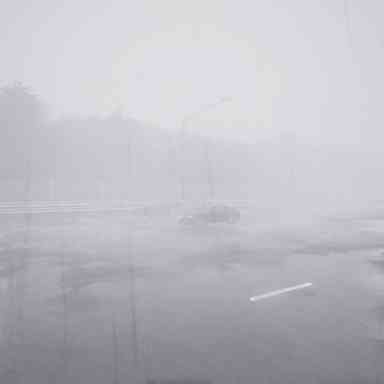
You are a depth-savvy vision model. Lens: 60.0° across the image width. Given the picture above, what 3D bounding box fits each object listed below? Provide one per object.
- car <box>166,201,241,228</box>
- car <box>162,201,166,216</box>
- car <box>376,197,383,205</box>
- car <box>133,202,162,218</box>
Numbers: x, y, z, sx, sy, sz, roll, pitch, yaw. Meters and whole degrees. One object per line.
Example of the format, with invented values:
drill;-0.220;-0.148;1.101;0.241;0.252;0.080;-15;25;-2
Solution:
car;1.090;1.466;21.865;4.902;1.511;2.128;0;0;-37
car;0.527;1.462;25.816;4.902;1.511;2.128;0;0;-37
car;31.056;1.422;53.021;4.181;1.385;1.994;0;-1;-37
car;-2.533;1.447;27.918;4.718;1.301;1.895;0;-2;-37
